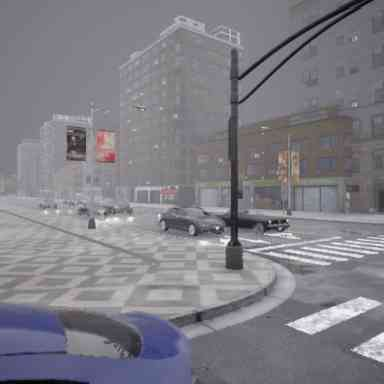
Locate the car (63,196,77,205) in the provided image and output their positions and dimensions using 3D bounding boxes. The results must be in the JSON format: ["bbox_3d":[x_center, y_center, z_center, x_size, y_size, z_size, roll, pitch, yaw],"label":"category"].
[{"bbox_3d":[-17.495,1.375,48.284,1.837,1.490,4.892,0,0,-36],"label":"car"}]

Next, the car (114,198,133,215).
[{"bbox_3d":[-8.004,1.471,35.096,2.097,1.767,4.553,0,0,-36],"label":"car"}]

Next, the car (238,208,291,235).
[{"bbox_3d":[3.374,1.648,19.468,1.895,1.301,4.718,0,0,-36],"label":"car"}]

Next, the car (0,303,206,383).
[{"bbox_3d":[-2.006,1.526,1.777,4.674,1.442,1.812,0,0,-35],"label":"car"}]

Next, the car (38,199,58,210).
[{"bbox_3d":[-20.122,1.722,46.371,1.837,1.490,4.892,0,0,-36],"label":"car"}]

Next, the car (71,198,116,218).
[{"bbox_3d":[-9.426,1.603,31.523,2.128,1.511,4.902,0,0,-36],"label":"car"}]

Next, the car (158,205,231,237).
[{"bbox_3d":[-0.136,1.555,18.761,1.837,1.490,4.892,0,1,-36],"label":"car"}]
